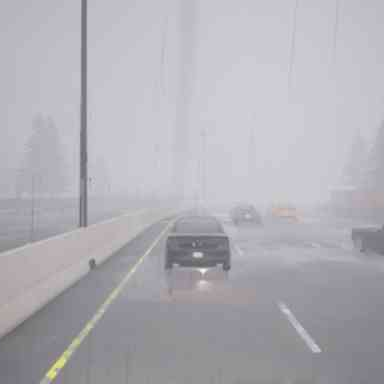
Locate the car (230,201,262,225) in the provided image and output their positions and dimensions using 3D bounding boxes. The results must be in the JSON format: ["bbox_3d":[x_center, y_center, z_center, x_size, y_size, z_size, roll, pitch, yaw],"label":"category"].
[{"bbox_3d":[3.917,1.617,24.707,1.994,1.385,4.181,0,0,2],"label":"car"}]

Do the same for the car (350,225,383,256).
[{"bbox_3d":[7.173,1.640,11.038,1.895,1.301,4.718,0,0,0],"label":"car"}]

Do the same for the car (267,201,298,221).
[{"bbox_3d":[7.646,1.547,28.484,1.882,1.535,5.008,0,0,4],"label":"car"}]

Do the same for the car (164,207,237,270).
[{"bbox_3d":[0.174,1.497,11.172,1.882,1.535,5.008,0,0,0],"label":"car"}]

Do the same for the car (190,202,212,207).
[{"bbox_3d":[0.736,1.577,29.618,1.812,1.442,4.674,0,0,5],"label":"car"}]
